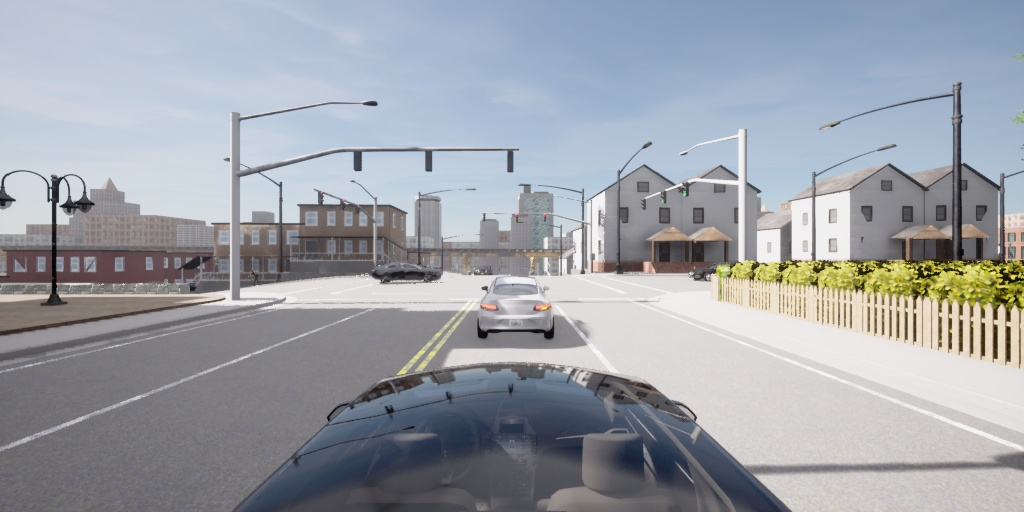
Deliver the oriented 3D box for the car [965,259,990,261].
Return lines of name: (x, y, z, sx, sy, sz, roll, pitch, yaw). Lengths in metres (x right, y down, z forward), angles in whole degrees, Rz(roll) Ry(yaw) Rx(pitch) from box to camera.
car: (36.927, 1.102, 29.026, 4.553, 1.767, 2.097, 0, 0, -1)

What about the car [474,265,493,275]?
car: (-3.521, 2.162, 45.241, 2.150, 2.045, 5.566, 0, -9, 0)

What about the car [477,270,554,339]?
car: (0.101, 1.276, 10.000, 1.812, 1.442, 4.674, 0, 0, 0)

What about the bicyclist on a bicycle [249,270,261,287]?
bicyclist on a bicycle: (-25.569, 2.214, 35.577, 0.582, 1.620, 1.656, -8, 0, 0)

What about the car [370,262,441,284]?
car: (-7.647, 1.187, 25.960, 4.902, 1.511, 2.128, 0, 1, -17)

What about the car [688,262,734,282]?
car: (16.794, 1.255, 28.810, 4.892, 1.490, 1.837, 0, 0, -1)

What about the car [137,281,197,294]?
car: (-24.654, 2.401, 24.640, 4.718, 1.301, 1.895, -9, 0, -1)
